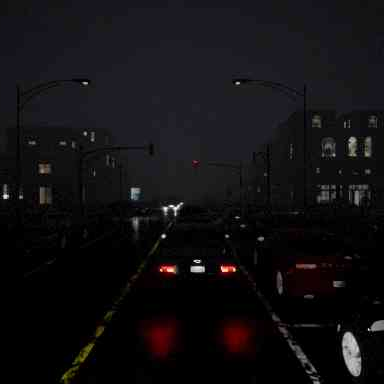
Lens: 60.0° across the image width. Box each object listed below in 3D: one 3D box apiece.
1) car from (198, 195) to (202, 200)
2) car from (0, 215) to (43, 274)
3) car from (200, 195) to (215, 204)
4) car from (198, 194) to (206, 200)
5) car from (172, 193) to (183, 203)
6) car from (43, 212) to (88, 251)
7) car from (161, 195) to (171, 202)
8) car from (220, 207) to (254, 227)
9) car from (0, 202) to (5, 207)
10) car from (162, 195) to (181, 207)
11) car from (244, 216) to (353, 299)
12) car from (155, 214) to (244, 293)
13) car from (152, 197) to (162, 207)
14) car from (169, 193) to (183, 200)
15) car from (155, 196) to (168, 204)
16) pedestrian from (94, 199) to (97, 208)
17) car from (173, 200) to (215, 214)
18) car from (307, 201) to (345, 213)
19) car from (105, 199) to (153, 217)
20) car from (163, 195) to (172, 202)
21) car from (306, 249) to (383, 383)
[{"bbox_3d":[2.654,1.590,63.109,1.802,1.307,4.206,0,0,0],"label":"car"},{"bbox_3d":[-5.691,1.441,8.305,1.967,1.590,4.097,0,0,0],"label":"car"},{"bbox_3d":[2.661,1.572,52.067,1.947,1.339,4.313,0,0,0],"label":"car"},{"bbox_3d":[2.637,1.458,90.720,1.967,1.590,4.097,0,0,0],"label":"car"},{"bbox_3d":[-3.046,1.236,72.122,2.150,2.045,5.566,0,0,0],"label":"car"},{"bbox_3d":[-5.696,1.552,13.997,2.008,1.369,4.403,0,0,0],"label":"car"},{"bbox_3d":[-5.733,1.452,74.162,1.967,1.590,4.097,0,0,0],"label":"car"},{"bbox_3d":[2.681,1.553,19.677,2.008,1.369,4.403,0,0,0],"label":"car"},{"bbox_3d":[-25.477,1.447,40.451,4.829,1.417,1.752,0,-1,1],"label":"car"},{"bbox_3d":[-3.141,1.532,51.114,1.812,1.442,4.674,0,0,1],"label":"car"},{"bbox_3d":[2.688,1.546,8.293,1.887,1.381,4.507,0,0,0],"label":"car"},{"bbox_3d":[0.098,1.548,8.976,2.033,1.411,5.357,0,0,0],"label":"car"},{"bbox_3d":[-5.720,1.588,52.075,1.802,1.307,4.206,0,0,0],"label":"car"},{"bbox_3d":[-3.105,1.500,61.466,2.128,1.511,4.902,0,0,0],"label":"car"},{"bbox_3d":[-5.727,1.559,63.118,2.008,1.369,4.403,0,0,0],"label":"car"},{"bbox_3d":[-12.579,1.415,43.203,0.375,1.300,0.375,0,-1,1],"label":"pedestrian"},{"bbox_3d":[0.087,1.480,19.441,1.882,1.535,5.008,0,0,0],"label":"car"},{"bbox_3d":[14.787,1.653,37.261,4.181,1.385,1.994,0,0,1],"label":"car"},{"bbox_3d":[-6.376,1.526,31.997,4.674,1.442,1.812,0,-1,33],"label":"car"},{"bbox_3d":[-5.737,1.539,79.515,1.752,1.417,4.829,0,0,0],"label":"car"},{"bbox_3d":[2.692,1.551,2.601,2.008,1.369,4.403,0,0,0],"label":"car"}]
